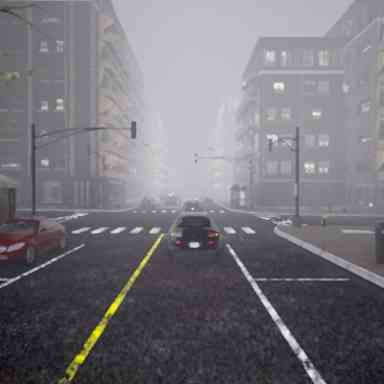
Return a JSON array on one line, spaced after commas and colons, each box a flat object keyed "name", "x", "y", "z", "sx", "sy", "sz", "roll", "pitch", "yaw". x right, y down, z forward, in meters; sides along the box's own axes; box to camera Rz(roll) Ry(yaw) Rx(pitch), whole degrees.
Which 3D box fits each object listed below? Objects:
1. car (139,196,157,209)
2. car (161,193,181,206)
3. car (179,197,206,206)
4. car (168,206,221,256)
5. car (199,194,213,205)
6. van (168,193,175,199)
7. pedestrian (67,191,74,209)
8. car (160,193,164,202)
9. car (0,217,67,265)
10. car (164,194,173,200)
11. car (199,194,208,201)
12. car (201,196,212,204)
[{"name": "car", "x": -5.752, "y": 1.332, "z": 43.897, "sx": 1.967, "sy": 1.590, "sz": 4.097, "roll": 0, "pitch": 0, "yaw": 0}, {"name": "car", "x": -3.145, "y": 1.352, "z": 51.043, "sx": 1.882, "sy": 1.535, "sz": 5.008, "roll": 0, "pitch": 0, "yaw": 0}, {"name": "car", "x": 0.056, "y": 1.483, "z": 32.478, "sx": 1.994, "sy": 1.385, "sz": 4.181, "roll": 0, "pitch": 0, "yaw": 0}, {"name": "car", "x": 0.098, "y": 1.493, "z": 12.774, "sx": 1.812, "sy": 1.442, "sz": 4.674, "roll": 0, "pitch": 0, "yaw": 1}, {"name": "car", "x": 2.614, "y": 1.415, "z": 55.181, "sx": 2.008, "sy": 1.369, "sz": 4.403, "roll": 0, "pitch": 0, "yaw": 0}, {"name": "van", "x": -5.820, "y": 1.111, "z": 94.646, "sx": 1.690, "sy": 1.788, "sz": 3.998, "roll": 0, "pitch": 0, "yaw": 0}, {"name": "pedestrian", "x": -12.759, "y": 0.817, "z": 34.879, "sx": 0.375, "sy": 1.860, "sz": 0.375, "roll": 0, "pitch": -1, "yaw": -1}, {"name": "car", "x": -5.791, "y": 1.140, "z": 72.090, "sx": 2.192, "sy": 1.841, "sz": 5.009, "roll": 0, "pitch": 0, "yaw": 0}, {"name": "car", "x": -5.708, "y": 1.553, "z": 11.487, "sx": 1.802, "sy": 1.307, "sz": 4.206, "roll": 0, "pitch": 0, "yaw": 0}, {"name": "car", "x": -5.804, "y": 1.323, "z": 83.198, "sx": 1.752, "sy": 1.417, "sz": 4.829, "roll": 0, "pitch": 0, "yaw": 0}, {"name": "car", "x": 2.583, "y": 1.251, "z": 77.735, "sx": 1.967, "sy": 1.590, "sz": 4.097, "roll": 0, "pitch": 0, "yaw": 0}, {"name": "car", "x": 2.606, "y": 1.396, "z": 60.819, "sx": 1.887, "sy": 1.381, "sz": 4.507, "roll": 0, "pitch": 0, "yaw": 0}]
